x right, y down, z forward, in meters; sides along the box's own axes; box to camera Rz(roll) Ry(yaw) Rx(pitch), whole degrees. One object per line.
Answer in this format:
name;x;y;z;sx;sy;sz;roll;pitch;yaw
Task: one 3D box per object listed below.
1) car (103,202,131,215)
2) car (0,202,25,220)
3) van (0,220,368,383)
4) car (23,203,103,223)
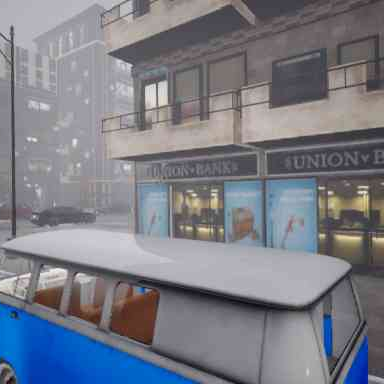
car;-8.644;1.798;36.426;1.947;1.339;4.313;-2;-1;36
car;-15.324;1.608;27.343;1.967;1.590;4.097;-2;-1;36
van;-0.479;1.342;3.202;3.998;1.788;1.690;0;-1;36
car;-8.573;1.583;22.375;1.947;1.339;4.313;-2;-1;36
